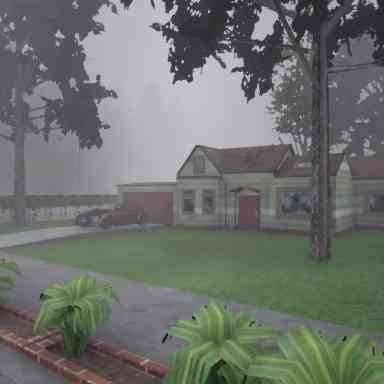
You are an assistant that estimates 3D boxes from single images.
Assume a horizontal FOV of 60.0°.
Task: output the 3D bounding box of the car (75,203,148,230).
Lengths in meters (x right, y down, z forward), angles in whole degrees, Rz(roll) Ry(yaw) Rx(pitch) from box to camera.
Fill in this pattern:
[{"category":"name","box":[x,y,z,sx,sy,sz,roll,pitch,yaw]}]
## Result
[{"category":"car","box":[-4.437,1.300,18.827,1.994,1.381,4.181,0,0,36]}]
